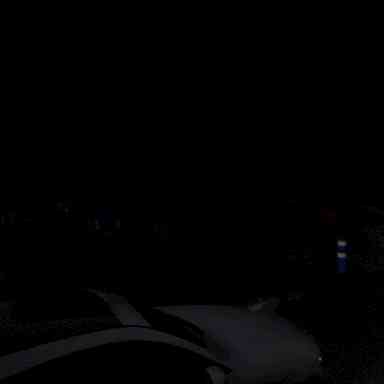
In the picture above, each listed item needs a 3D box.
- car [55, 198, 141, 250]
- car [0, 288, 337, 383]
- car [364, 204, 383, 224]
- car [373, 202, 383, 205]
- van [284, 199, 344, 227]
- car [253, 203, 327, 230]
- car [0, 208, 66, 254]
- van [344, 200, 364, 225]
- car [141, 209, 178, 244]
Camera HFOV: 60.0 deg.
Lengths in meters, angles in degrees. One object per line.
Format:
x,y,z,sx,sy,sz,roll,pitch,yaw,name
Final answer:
-4.844,1.302,15.266,2.435,2.045,5.566,1,-1,-36,car
-0.814,1.549,2.558,4.674,1.442,1.812,0,0,-36,car
13.203,1.899,28.247,2.002,1.452,4.674,1,-1,-36,car
15.571,1.893,29.714,1.946,1.575,5.366,1,-1,-36,car
8.622,1.559,25.103,1.878,1.987,4.442,1,-1,-36,van
6.433,1.748,23.381,2.231,1.521,4.892,1,-1,-36,car
-7.118,1.514,13.663,2.231,1.521,4.892,1,-1,-36,car
10.881,1.596,26.722,1.878,1.987,4.442,1,-1,-36,van
-2.588,1.622,16.884,2.163,1.488,4.792,1,-1,-36,car
